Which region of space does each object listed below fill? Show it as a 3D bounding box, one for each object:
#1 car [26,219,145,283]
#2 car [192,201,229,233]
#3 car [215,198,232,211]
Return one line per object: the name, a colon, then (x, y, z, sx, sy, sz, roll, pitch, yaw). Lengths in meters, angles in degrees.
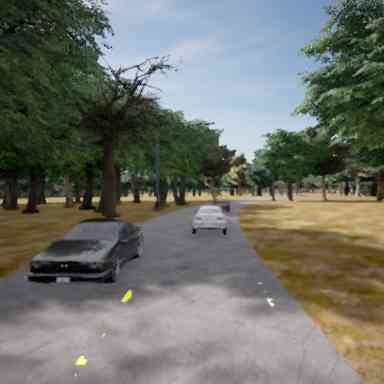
car: (-2.684, 1.523, 9.871, 2.033, 1.411, 5.357, 0, 0, 3)
car: (1.049, 1.485, 19.140, 1.812, 1.442, 4.674, 0, 0, 5)
car: (3.415, 1.404, 37.743, 2.128, 1.511, 4.902, 0, 0, 9)
